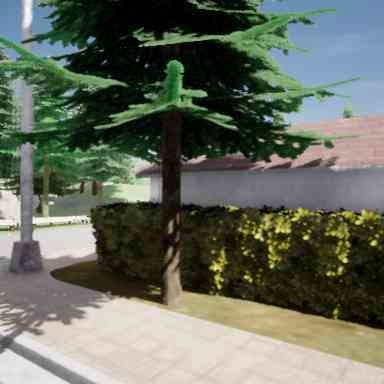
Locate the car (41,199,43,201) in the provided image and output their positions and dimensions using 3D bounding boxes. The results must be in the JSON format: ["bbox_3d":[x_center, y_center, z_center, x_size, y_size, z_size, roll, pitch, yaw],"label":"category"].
[{"bbox_3d":[-34.883,1.731,81.197,1.895,1.301,4.718,0,0,36],"label":"car"}]

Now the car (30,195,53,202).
[{"bbox_3d":[-37.702,1.609,83.272,1.882,1.535,5.008,0,0,36],"label":"car"}]

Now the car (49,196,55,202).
[{"bbox_3d":[-32.029,1.693,79.171,1.994,1.385,4.181,0,0,36],"label":"car"}]
